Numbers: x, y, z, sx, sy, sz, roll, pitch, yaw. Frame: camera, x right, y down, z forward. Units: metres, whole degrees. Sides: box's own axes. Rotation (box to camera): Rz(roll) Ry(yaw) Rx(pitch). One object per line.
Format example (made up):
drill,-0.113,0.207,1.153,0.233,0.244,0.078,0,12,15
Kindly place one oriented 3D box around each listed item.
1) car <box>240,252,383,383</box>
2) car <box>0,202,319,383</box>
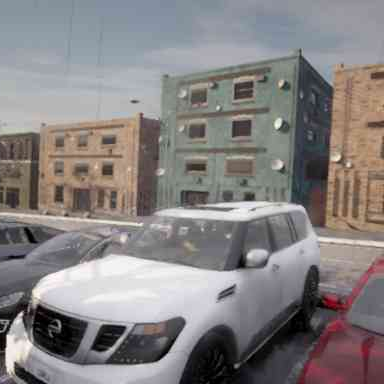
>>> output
car,2.625,1.481,3.533,2.097,1.535,5.008,0,0,35
car,0.323,1.220,5.131,2.435,2.045,5.566,0,0,35
